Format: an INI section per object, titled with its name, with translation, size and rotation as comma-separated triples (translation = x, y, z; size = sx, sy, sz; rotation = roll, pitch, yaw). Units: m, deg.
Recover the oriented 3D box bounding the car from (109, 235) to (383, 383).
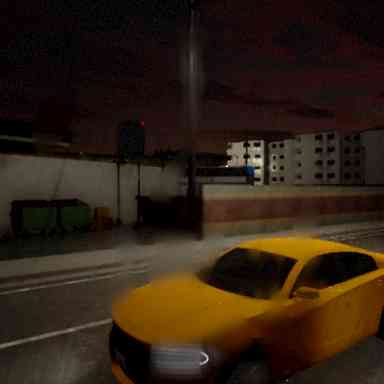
[car]
translation = 1.304, 1.462, 4.881
size = 5.008, 1.535, 1.882
rotation = 0, 0, -35
